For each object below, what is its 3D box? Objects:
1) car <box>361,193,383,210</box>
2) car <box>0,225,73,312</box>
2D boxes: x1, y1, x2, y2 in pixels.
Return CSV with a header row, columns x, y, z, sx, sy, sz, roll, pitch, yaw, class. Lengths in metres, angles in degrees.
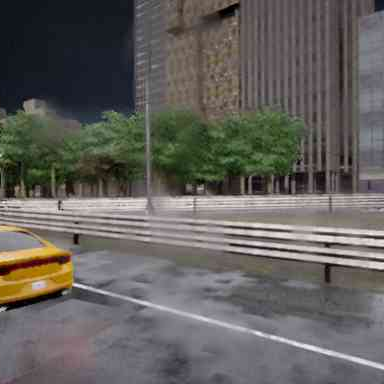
x,y,z,sx,sy,sz,roll,pitch,yaw,class
18.160,0.817,30.859,4.902,1.511,2.128,-1,0,-6,car
-4.659,1.465,7.241,5.008,1.535,1.882,0,0,36,car
